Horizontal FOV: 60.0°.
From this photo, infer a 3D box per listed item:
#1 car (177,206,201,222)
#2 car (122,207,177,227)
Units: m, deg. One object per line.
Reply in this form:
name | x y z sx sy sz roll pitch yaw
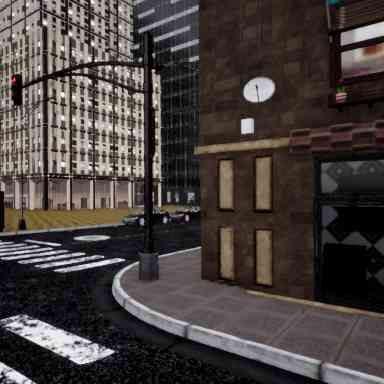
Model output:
car | -0.317 1.974 30.496 2.008 1.369 4.403 -2 -2 35
car | -3.524 1.893 25.943 2.008 1.369 4.403 -2 -2 35
